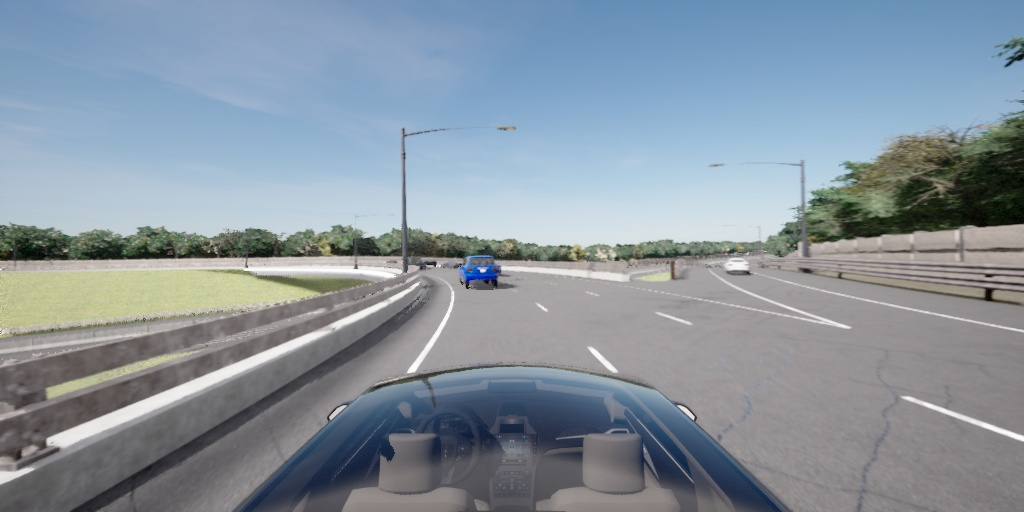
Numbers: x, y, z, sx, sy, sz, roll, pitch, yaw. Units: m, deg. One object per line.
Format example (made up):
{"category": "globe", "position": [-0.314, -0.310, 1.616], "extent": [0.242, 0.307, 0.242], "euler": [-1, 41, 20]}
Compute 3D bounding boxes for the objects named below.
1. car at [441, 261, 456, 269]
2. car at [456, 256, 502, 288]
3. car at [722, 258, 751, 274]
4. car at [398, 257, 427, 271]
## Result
{"category": "car", "position": [-10.368, 1.483, 61.383], "extent": [2.033, 1.411, 5.357], "euler": [-1, 0, -35]}
{"category": "car", "position": [-2.370, 1.013, 24.578], "extent": [2.150, 2.045, 5.566], "euler": [-1, 0, -13]}
{"category": "car", "position": [20.820, 0.917, 33.371], "extent": [1.812, 1.442, 4.674], "euler": [-1, 0, 26]}
{"category": "car", "position": [-15.831, 1.258, 56.949], "extent": [2.150, 2.045, 5.566], "euler": [-1, 0, -32]}
